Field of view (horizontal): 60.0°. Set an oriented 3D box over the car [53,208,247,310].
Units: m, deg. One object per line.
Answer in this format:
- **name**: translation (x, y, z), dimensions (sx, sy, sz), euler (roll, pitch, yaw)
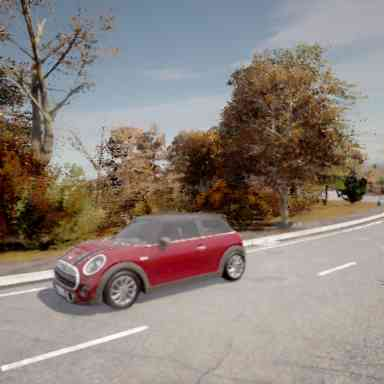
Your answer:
- **car**: translation (-0.824, 1.334, 7.961), dimensions (4.553, 1.767, 2.097), euler (-1, 0, -38)
